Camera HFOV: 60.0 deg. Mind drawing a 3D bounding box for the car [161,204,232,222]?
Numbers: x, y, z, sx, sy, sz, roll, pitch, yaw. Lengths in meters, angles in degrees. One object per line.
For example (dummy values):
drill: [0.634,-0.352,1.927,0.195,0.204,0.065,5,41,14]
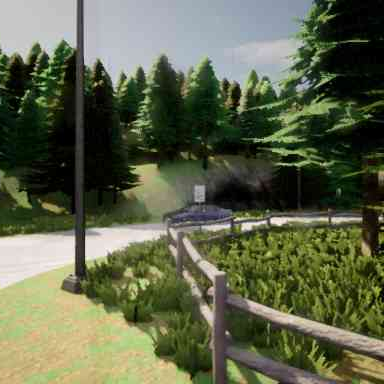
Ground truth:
car: [0.484,1.570,23.705,5.357,1.411,2.033,0,0,-35]
